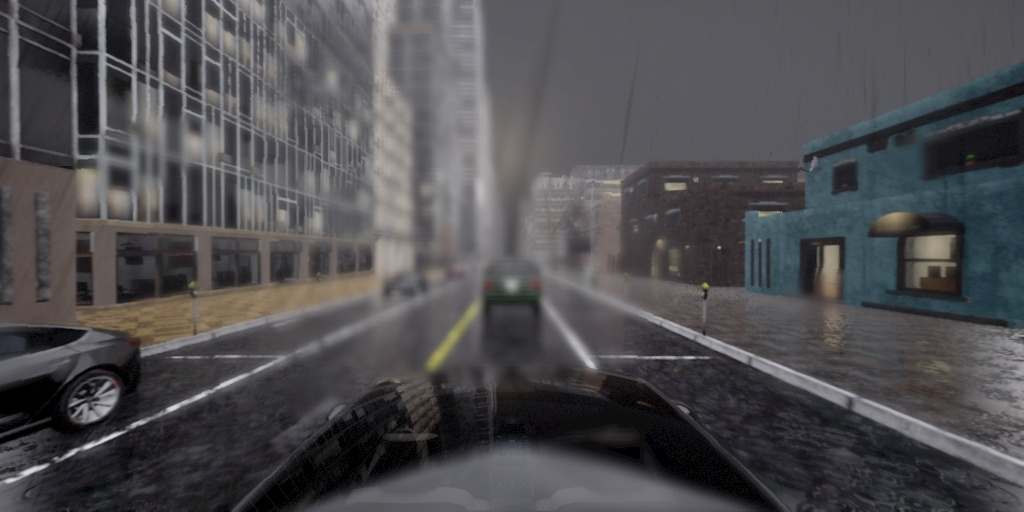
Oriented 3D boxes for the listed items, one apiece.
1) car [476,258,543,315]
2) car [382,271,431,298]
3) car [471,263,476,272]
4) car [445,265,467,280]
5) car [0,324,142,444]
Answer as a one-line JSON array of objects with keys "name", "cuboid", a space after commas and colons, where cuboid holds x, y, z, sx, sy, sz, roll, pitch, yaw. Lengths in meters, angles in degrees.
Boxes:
[{"name": "car", "cuboid": [0.012, 1.100, 14.415, 2.150, 2.045, 5.566, 0, 0, 0]}, {"name": "car", "cuboid": [-5.690, 1.494, 19.843, 1.948, 1.339, 4.313, 0, 0, 0]}, {"name": "car", "cuboid": [-5.790, 1.871, 59.347, 2.007, 1.370, 4.403, 0, 0, 0]}, {"name": "car", "cuboid": [-5.688, 1.641, 36.773, 1.888, 1.381, 4.507, 0, 0, 0]}, {"name": "car", "cuboid": [-5.691, 1.328, 2.910, 1.948, 1.339, 4.313, 0, 0, 0]}]
